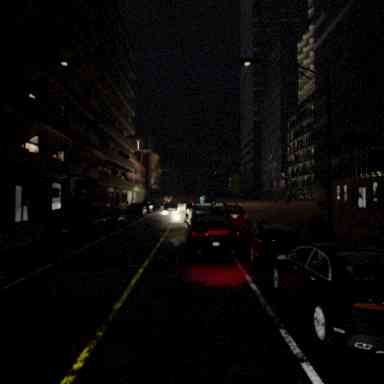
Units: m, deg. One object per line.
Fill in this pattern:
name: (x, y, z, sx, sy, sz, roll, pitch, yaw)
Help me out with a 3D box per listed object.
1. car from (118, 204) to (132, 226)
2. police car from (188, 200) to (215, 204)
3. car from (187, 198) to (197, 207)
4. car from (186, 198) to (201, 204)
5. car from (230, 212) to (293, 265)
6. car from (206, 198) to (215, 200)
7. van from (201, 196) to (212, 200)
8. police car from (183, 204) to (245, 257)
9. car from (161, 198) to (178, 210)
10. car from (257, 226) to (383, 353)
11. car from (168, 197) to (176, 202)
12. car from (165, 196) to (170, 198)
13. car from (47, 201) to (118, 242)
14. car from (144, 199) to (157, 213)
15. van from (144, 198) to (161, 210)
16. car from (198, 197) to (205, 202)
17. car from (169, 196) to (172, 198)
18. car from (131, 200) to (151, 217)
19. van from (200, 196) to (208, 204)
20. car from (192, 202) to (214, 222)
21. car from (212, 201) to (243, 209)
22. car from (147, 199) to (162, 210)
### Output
car: (-5.673, 1.707, 22.894, 1.887, 1.381, 4.507, 1, 0, 0)
police car: (0.839, 1.592, 23.537, 1.930, 1.638, 5.238, 0, 0, -1)
car: (0.016, 1.912, 60.850, 1.882, 1.535, 5.008, 0, 0, 0)
car: (0.019, 1.951, 49.107, 1.895, 1.301, 4.718, 0, 0, 0)
car: (2.705, 1.634, 11.751, 2.008, 1.369, 4.403, 1, 0, 0)
car: (2.712, 1.681, 34.031, 1.967, 1.590, 4.097, 1, 0, 0)
van: (2.718, 1.703, 50.741, 1.690, 1.788, 3.998, 1, 0, 0)
police car: (0.688, 1.521, 13.536, 1.930, 1.638, 5.238, 0, 0, -2)
car: (-3.037, 1.941, 47.786, 1.895, 1.301, 4.718, 0, 0, 1)
car: (2.703, 1.595, 6.183, 2.008, 1.369, 4.403, 1, 0, 0)
car: (-5.654, 2.233, 95.298, 1.887, 1.381, 4.507, 1, 0, 0)
car: (-5.662, 1.993, 61.880, 2.008, 1.369, 4.403, 1, 0, 0)
car: (-5.671, 1.438, 17.326, 2.192, 1.841, 5.009, 1, 0, 0)
car: (-5.669, 1.832, 39.602, 2.008, 1.369, 4.403, 1, 0, 0)
van: (-5.664, 1.663, 45.174, 1.690, 1.788, 3.998, 1, 0, 0)
car: (2.726, 2.215, 95.465, 1.752, 1.417, 4.829, 1, 0, 0)
car: (-5.661, 2.007, 67.281, 1.752, 1.417, 4.829, 1, 0, 0)
car: (-5.670, 1.807, 34.033, 1.947, 1.339, 4.313, 1, 0, 0)
van: (2.725, 1.905, 78.588, 1.690, 1.788, 3.998, 1, 0, 0)
car: (0.907, 1.714, 29.438, 1.837, 1.490, 4.892, 0, 0, 0)
car: (2.709, 1.602, 22.891, 1.967, 1.590, 4.097, 1, 0, 0)
car: (-5.665, 1.886, 50.572, 1.752, 1.417, 4.829, 1, 0, 0)
